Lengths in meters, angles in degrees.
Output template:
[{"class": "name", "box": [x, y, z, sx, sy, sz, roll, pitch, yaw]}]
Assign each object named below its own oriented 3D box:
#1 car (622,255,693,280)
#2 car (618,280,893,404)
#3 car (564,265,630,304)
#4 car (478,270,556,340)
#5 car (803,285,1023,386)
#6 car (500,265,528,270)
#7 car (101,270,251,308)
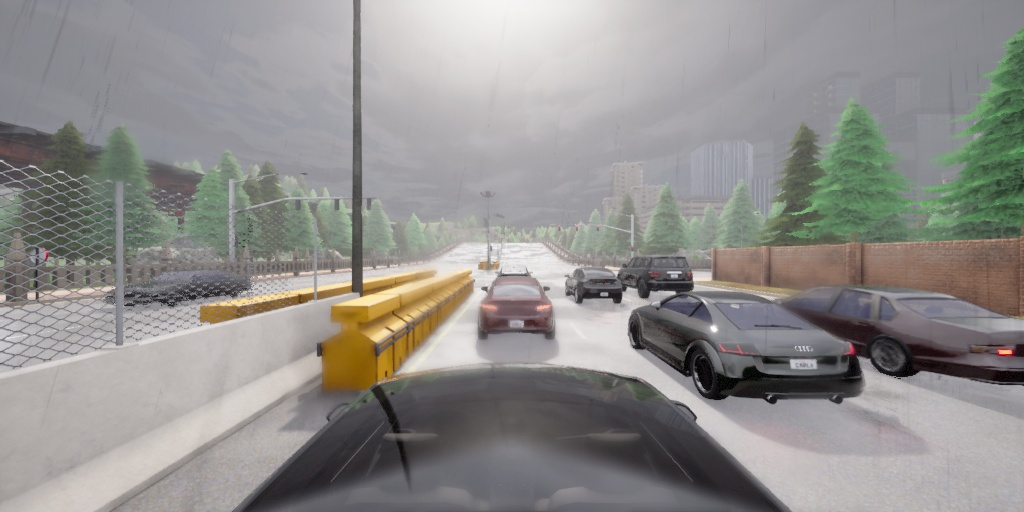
[{"class": "car", "box": [7.105, 0.972, 18.366, 2.150, 2.045, 5.566, 0, 0, 0]}, {"class": "car", "box": [3.604, 1.314, 6.458, 1.994, 1.385, 4.181, 0, 0, -1]}, {"class": "car", "box": [3.605, 1.255, 16.424, 1.837, 1.490, 4.892, 0, 0, 0]}, {"class": "car", "box": [0.104, 1.276, 9.884, 1.812, 1.442, 4.674, 0, 0, 0]}, {"class": "car", "box": [7.102, 1.297, 7.258, 2.033, 1.411, 5.357, 0, 0, 0]}, {"class": "car", "box": [0.107, 1.241, 19.130, 2.128, 1.511, 4.902, 0, 0, 0]}, {"class": "car", "box": [-14.008, 1.298, 15.559, 2.033, 1.411, 5.357, 0, 0, 0]}]
